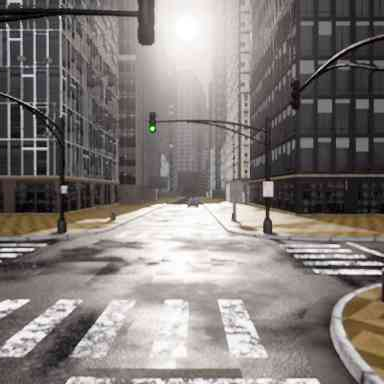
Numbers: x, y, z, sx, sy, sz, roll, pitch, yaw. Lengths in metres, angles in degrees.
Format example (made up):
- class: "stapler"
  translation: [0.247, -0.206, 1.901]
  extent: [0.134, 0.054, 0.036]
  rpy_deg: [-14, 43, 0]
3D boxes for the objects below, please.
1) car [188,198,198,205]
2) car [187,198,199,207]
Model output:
- class: "car"
  translation: [0.202, 1.862, 66.096]
  extent: [1.812, 1.442, 4.674]
  rpy_deg: [0, 0, 0]
- class: "car"
  translation: [0.171, 1.880, 56.108]
  extent: [1.895, 1.301, 4.718]
  rpy_deg: [0, 0, 0]
